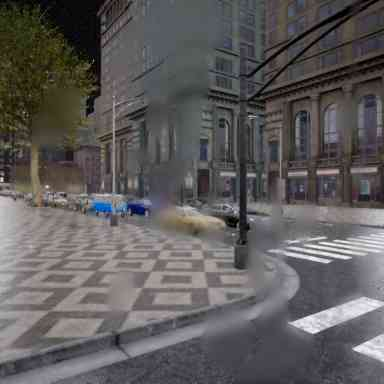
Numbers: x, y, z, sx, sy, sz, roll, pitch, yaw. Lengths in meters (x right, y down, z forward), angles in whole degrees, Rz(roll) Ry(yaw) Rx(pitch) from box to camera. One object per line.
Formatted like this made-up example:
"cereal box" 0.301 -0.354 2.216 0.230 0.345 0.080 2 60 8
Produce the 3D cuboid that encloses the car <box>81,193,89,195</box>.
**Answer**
"car" -10.300 1.113 36.815 2.128 1.511 4.902 0 1 -35

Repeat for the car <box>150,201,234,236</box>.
"car" -0.153 1.398 17.816 1.752 1.417 4.829 1 0 -35

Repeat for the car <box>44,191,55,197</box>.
"car" -35.408 0.472 82.539 1.802 1.307 4.206 1 0 -35

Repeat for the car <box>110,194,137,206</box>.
"car" -9.492 1.074 45.832 2.008 1.369 4.403 1 0 -35

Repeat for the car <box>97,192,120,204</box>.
"car" -12.729 0.881 50.420 1.967 1.590 4.097 1 0 -35

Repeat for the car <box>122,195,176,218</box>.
"car" -3.645 1.246 27.366 1.882 1.535 5.008 0 1 -35

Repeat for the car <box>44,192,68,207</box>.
"car" -16.354 1.051 40.770 1.752 1.417 4.829 1 0 -35

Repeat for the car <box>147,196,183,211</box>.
"car" -3.011 1.224 36.651 1.887 1.381 4.507 1 0 -35

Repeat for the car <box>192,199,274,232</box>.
"car" 2.408 1.370 18.803 2.128 1.511 4.902 0 1 -36

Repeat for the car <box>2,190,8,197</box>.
"car" -42.368 0.330 77.620 1.967 1.590 4.097 1 0 -35

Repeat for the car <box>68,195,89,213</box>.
"car" -9.972 1.230 31.727 2.008 1.369 4.403 1 0 -35

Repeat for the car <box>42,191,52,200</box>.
"car" -19.691 0.992 45.498 2.008 1.369 4.403 1 0 -35

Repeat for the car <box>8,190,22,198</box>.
"car" -35.888 0.483 68.442 1.967 1.590 4.097 1 0 -35

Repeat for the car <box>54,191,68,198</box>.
"car" -28.928 0.588 73.362 1.887 1.381 4.507 1 0 -35

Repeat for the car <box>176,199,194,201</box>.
"car" 0.228 1.315 32.062 1.947 1.339 4.313 1 0 -35

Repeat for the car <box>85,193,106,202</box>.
"car" -15.971 0.910 55.008 2.008 1.369 4.403 1 0 -35

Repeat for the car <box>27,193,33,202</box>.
"car" -22.931 0.911 50.087 2.008 1.369 4.403 1 0 -35

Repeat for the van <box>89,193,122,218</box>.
"van" -6.730 1.091 27.137 1.690 1.788 3.998 1 0 -35

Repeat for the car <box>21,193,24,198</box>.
"car" -26.171 0.830 54.676 2.008 1.369 4.403 1 0 -35
